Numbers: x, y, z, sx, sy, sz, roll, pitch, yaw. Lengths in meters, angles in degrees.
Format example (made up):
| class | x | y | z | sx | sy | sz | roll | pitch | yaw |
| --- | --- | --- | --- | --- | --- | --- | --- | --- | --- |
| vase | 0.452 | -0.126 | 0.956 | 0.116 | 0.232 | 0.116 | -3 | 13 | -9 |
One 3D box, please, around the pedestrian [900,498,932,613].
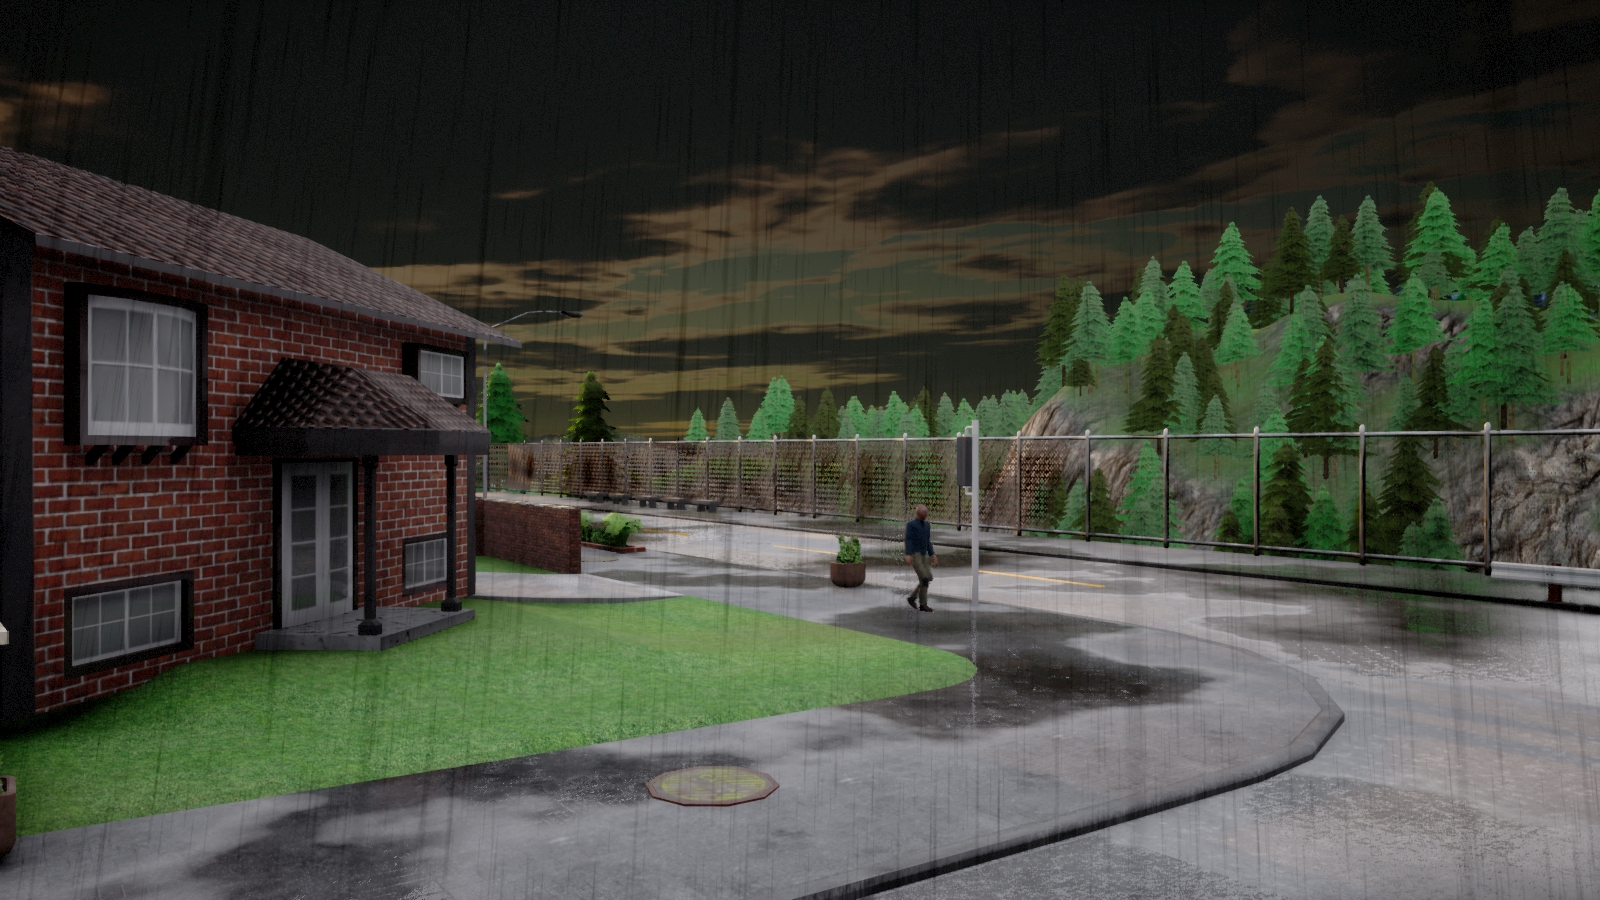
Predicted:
| class | x | y | z | sx | sy | sz | roll | pitch | yaw |
| --- | --- | --- | --- | --- | --- | --- | --- | --- | --- |
| pedestrian | 1.941 | 1.745 | 19.061 | 0.375 | 1.860 | 0.375 | 0 | 0 | 44 |
